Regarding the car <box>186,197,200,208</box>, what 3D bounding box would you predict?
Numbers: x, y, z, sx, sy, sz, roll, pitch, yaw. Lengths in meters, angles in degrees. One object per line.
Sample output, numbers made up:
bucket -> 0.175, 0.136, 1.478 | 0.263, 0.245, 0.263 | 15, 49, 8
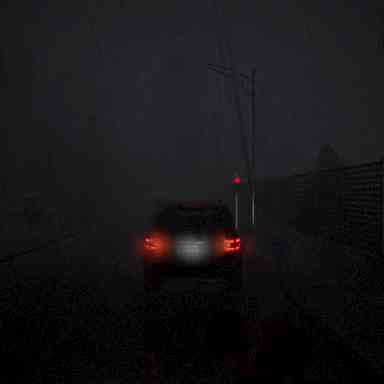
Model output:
car -> 0.079, 1.547, 50.867 | 2.033, 1.411, 5.357 | 0, 0, 0

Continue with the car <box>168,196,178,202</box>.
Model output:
car -> -4.074, 1.552, 73.313 | 1.994, 1.385, 4.181 | 0, 0, 0

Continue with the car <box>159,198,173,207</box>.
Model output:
car -> -4.147, 1.601, 53.565 | 1.895, 1.301, 4.718 | 0, 0, 0

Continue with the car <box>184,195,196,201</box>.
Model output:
car -> -0.442, 1.478, 81.365 | 1.882, 1.535, 5.008 | 0, 0, -13

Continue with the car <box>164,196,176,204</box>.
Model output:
car -> -4.117, 1.547, 63.327 | 2.033, 1.411, 5.357 | 0, 0, 0

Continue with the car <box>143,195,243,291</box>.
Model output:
car -> 0.034, 1.221, 9.132 | 2.150, 2.045, 5.566 | 0, 0, 0
